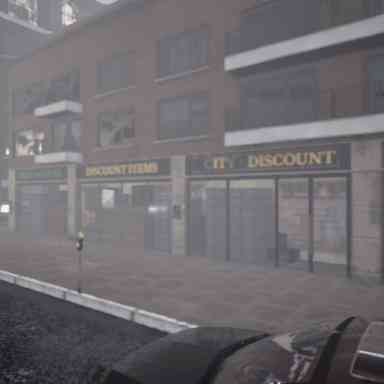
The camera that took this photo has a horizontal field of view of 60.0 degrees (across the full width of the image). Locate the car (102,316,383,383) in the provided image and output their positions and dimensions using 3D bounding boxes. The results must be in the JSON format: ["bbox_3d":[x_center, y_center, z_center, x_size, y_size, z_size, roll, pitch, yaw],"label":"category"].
[{"bbox_3d":[1.202,1.551,2.018,4.403,1.369,2.008,0,0,36],"label":"car"}]
